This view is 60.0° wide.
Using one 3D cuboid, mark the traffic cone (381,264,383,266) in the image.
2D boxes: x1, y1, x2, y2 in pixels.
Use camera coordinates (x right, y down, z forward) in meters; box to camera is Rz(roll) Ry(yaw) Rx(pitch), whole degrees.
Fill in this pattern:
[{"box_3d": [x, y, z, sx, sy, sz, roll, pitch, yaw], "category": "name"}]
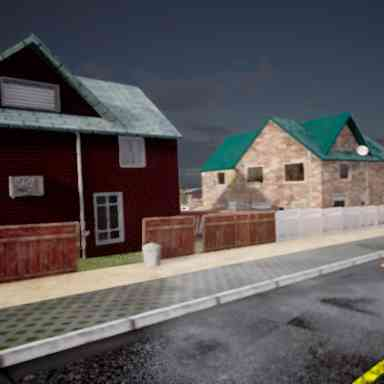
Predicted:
[{"box_3d": [6.255, 2.056, 10.593, 0.340, 0.580, 0.340, 0, -1, -39], "category": "traffic cone"}]
